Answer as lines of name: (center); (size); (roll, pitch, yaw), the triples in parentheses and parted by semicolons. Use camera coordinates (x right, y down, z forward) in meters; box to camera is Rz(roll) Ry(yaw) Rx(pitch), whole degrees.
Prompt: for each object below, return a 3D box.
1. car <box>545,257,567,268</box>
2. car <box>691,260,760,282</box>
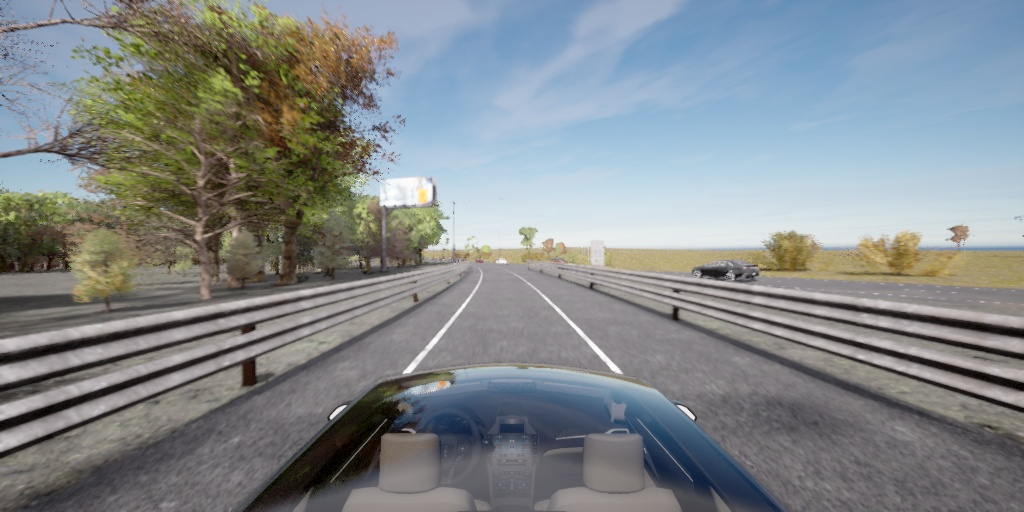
car: (6.537, 1.015, 53.974); (2.097, 1.767, 4.553); (-1, 0, -18)
car: (15.520, 1.023, 26.391); (2.128, 1.511, 4.902); (-1, 0, -18)
